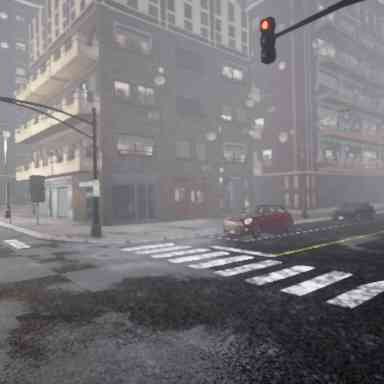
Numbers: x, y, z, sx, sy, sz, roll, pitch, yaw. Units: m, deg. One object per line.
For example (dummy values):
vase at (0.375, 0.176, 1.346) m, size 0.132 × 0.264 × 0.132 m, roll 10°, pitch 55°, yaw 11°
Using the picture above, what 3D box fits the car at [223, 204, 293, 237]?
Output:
car at (3.463, 1.389, 17.375) m, size 4.097 × 1.590 × 1.967 m, roll -1°, pitch -1°, yaw -40°

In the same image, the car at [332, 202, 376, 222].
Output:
car at (12.069, 1.417, 24.662) m, size 4.313 × 1.339 × 1.947 m, roll -1°, pitch -1°, yaw -40°
